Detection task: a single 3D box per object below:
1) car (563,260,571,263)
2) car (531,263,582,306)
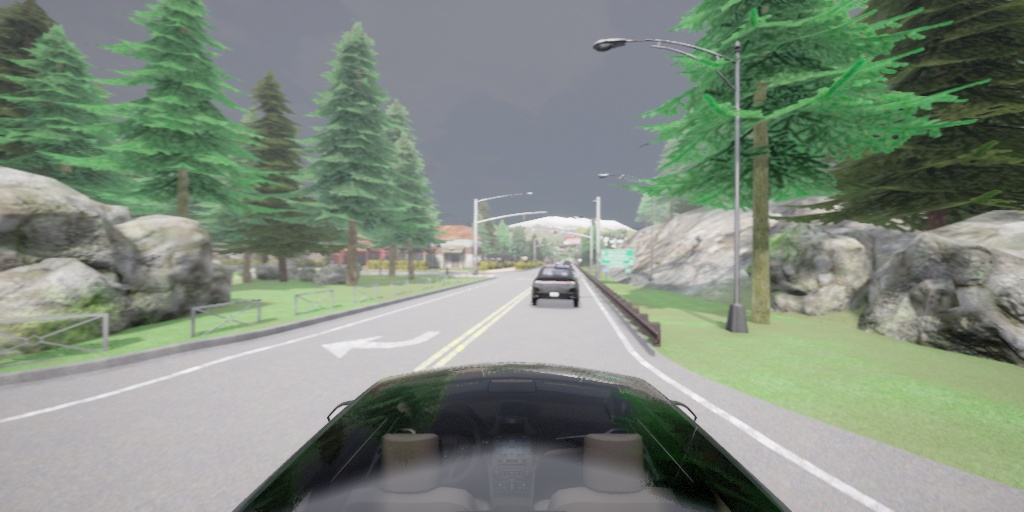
[{"bbox_3d":[4.281,1.354,30.108,2.128,1.511,4.902,0,0,9],"label":"car"},{"bbox_3d":[1.913,1.193,15.308,2.128,1.511,4.902,0,0,9],"label":"car"}]
